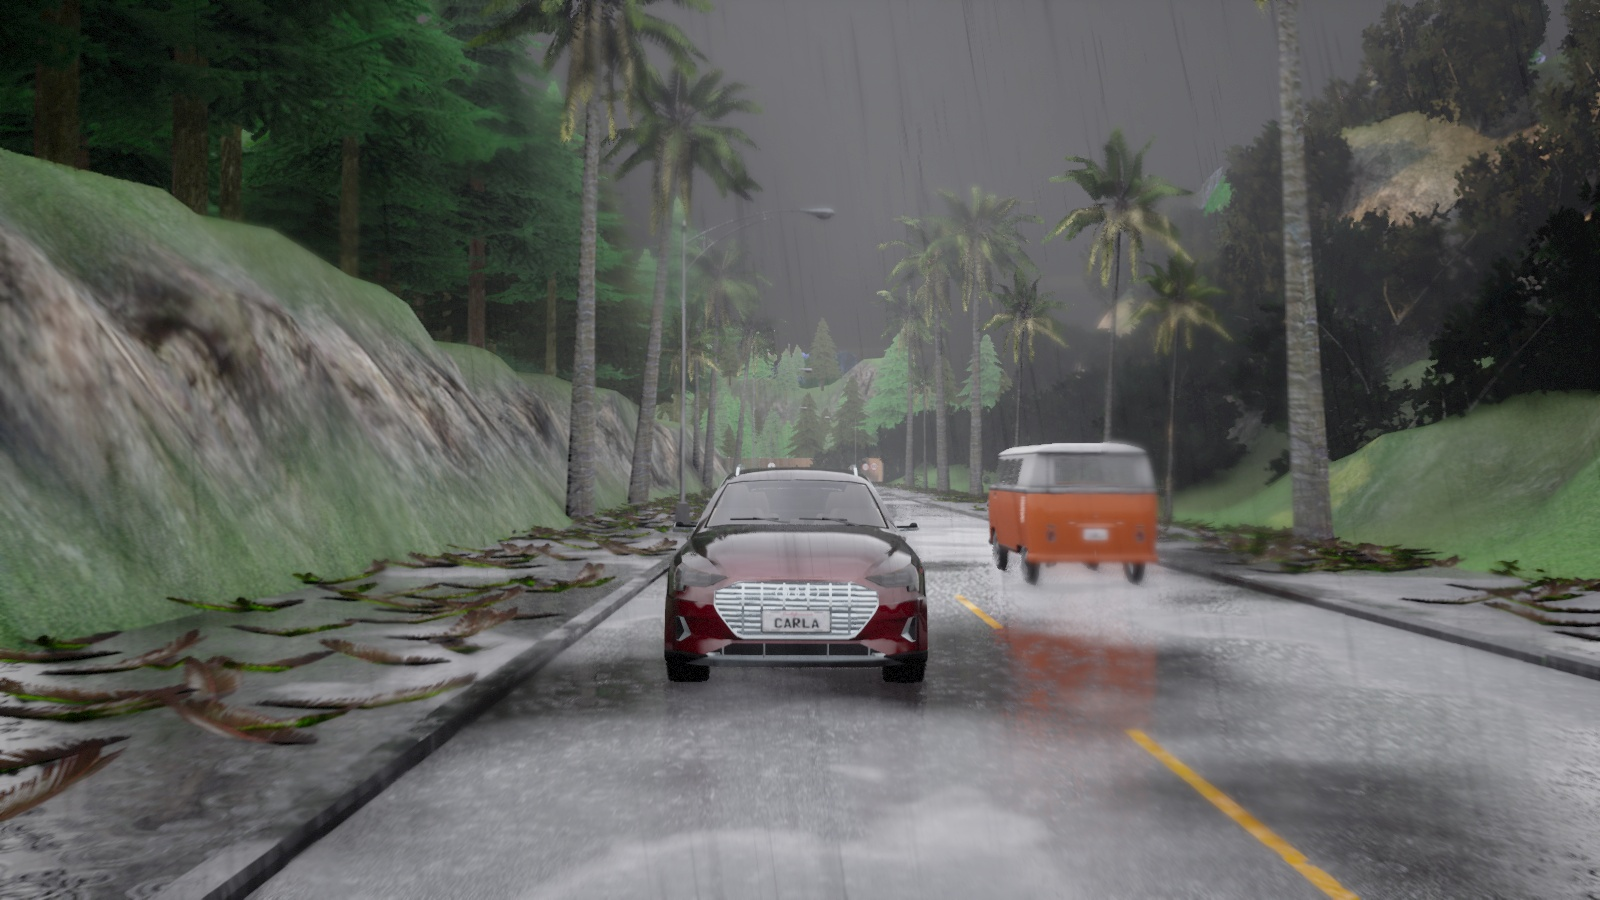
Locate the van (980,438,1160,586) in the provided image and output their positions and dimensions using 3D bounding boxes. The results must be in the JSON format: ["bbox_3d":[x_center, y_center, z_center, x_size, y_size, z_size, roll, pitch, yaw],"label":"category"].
[{"bbox_3d":[3.958,0.872,19.174,1.775,1.987,4.442,0,-1,0],"label":"van"}]

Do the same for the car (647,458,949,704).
[{"bbox_3d":[-0.024,0.928,10.904,2.033,1.649,4.856,0,-1,0],"label":"car"}]
